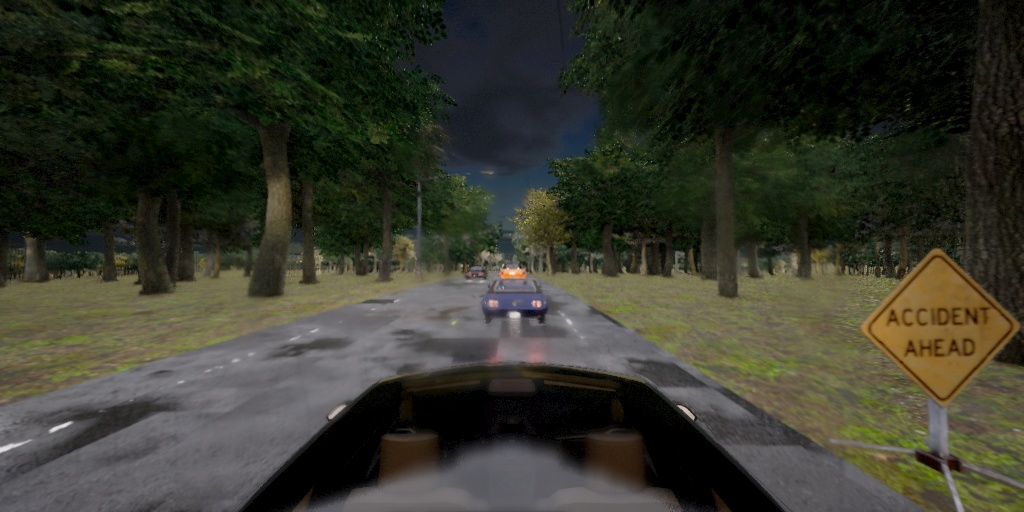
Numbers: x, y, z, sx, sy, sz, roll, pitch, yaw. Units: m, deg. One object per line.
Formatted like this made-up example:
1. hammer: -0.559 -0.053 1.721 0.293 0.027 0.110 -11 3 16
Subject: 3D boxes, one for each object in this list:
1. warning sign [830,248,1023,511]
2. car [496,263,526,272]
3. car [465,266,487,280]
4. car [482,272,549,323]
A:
1. warning sign: 3.549 0.865 2.974 1.300 1.860 1.060 0 0 0
2. car: 0.081 1.349 28.812 2.097 1.767 4.553 0 -1 0
3. car: -3.607 1.762 36.931 1.994 1.385 4.181 0 -2 0
4. car: 0.088 1.371 12.166 1.895 1.301 4.718 0 0 0
